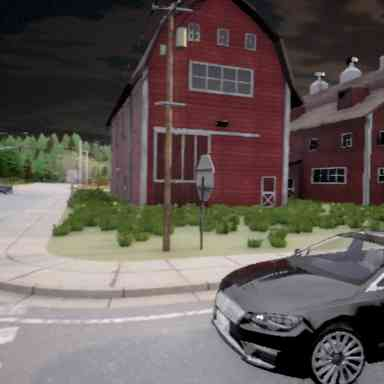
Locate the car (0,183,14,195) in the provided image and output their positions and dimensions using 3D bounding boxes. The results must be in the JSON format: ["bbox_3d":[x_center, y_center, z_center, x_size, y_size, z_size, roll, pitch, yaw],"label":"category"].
[{"bbox_3d":[-23.570,-0.430,41.289,2.033,1.411,5.357,1,2,-18],"label":"car"}]

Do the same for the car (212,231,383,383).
[{"bbox_3d":[2.729,1.365,4.831,4.902,1.511,2.128,1,2,-17],"label":"car"}]
